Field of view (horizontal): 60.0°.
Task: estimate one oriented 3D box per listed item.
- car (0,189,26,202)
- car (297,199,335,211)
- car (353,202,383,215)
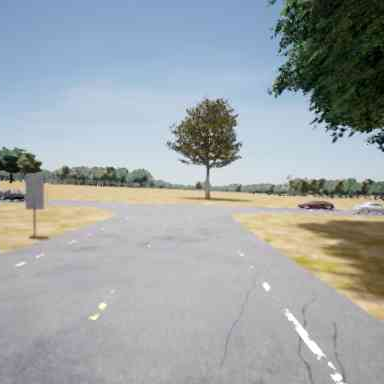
[{"bbox_3d":[-20.861,0.446,40.053,4.902,1.511,2.128,2,0,1],"label":"car"},{"bbox_3d":[17.191,1.783,46.213,5.008,1.535,1.882,1,0,1],"label":"car"},{"bbox_3d":[21.441,1.930,39.118,4.674,1.442,1.812,2,0,1],"label":"car"}]
